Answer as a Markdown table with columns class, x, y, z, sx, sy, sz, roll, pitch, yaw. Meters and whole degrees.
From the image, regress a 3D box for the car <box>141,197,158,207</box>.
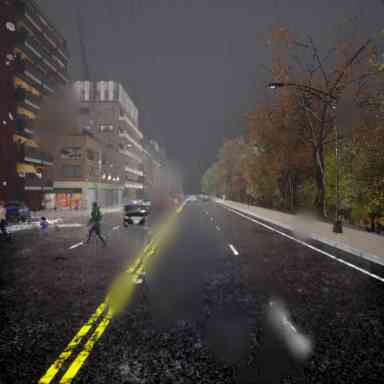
| class | x | y | z | sx | sy | sz | roll | pitch | yaw |
| --- | --- | --- | --- | --- | --- | --- | --- | --- | --- |
| car | -6.583 | 1.500 | 52.236 | 2.128 | 1.511 | 4.902 | 0 | 0 | 0 |

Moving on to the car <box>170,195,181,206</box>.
| class | x | y | z | sx | sy | sz | roll | pitch | yaw |
| --- | --- | --- | --- | --- | --- | --- | --- | --- | --- |
| car | -3.325 | 1.362 | 55.376 | 2.097 | 1.767 | 4.553 | 0 | 0 | 0 |

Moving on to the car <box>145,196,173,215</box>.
| class | x | y | z | sx | sy | sz | roll | pitch | yaw |
| --- | --- | --- | --- | --- | --- | --- | --- | --- | --- |
| car | -3.345 | 1.492 | 34.002 | 1.882 | 1.535 | 5.008 | 0 | 0 | 0 |

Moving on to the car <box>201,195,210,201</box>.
| class | x | y | z | sx | sy | sz | roll | pitch | yaw |
| --- | --- | --- | --- | --- | --- | --- | --- | --- | --- |
| car | 3.266 | 1.473 | 80.211 | 2.033 | 1.411 | 5.357 | 0 | 0 | 0 |

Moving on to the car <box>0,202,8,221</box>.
| class | x | y | z | sx | sy | sz | roll | pitch | yaw |
| --- | --- | --- | --- | --- | --- | --- | --- | --- | --- |
| car | -15.694 | 1.664 | 22.686 | 5.008 | 1.535 | 1.882 | -1 | 0 | 4 |

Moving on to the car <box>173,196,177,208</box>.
| class | x | y | z | sx | sy | sz | roll | pitch | yaw |
| --- | --- | --- | --- | --- | --- | --- | --- | --- | --- |
| car | -3.340 | 1.606 | 44.310 | 1.895 | 1.301 | 4.718 | 0 | 0 | 0 |

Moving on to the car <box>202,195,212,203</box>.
| class | x | y | z | sx | sy | sz | roll | pitch | yaw |
| --- | --- | --- | --- | --- | --- | --- | --- | --- | --- |
| car | 3.264 | 1.605 | 70.241 | 1.895 | 1.301 | 4.718 | 0 | 0 | 0 |

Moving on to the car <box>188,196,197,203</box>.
| class | x | y | z | sx | sy | sz | roll | pitch | yaw |
| --- | --- | --- | --- | --- | --- | --- | --- | --- | --- |
| car | 0.014 | 1.605 | 70.241 | 1.895 | 1.301 | 4.718 | 0 | 0 | 0 |

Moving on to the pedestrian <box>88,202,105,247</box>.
| class | x | y | z | sx | sy | sz | roll | pitch | yaw |
| --- | --- | --- | --- | --- | --- | --- | --- | --- | --- |
| pedestrian | -3.880 | 1.294 | 13.468 | 0.375 | 1.860 | 0.375 | 0 | 0 | 0 |

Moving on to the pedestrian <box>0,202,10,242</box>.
| class | x | y | z | sx | sy | sz | roll | pitch | yaw |
| --- | --- | --- | --- | --- | --- | --- | --- | --- | --- |
| pedestrian | -8.366 | 1.294 | 14.667 | 0.375 | 1.860 | 0.375 | 0 | 0 | 0 |

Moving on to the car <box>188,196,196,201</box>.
| class | x | y | z | sx | sy | sz | roll | pitch | yaw |
| --- | --- | --- | --- | --- | --- | --- | --- | --- | --- |
| car | 0.016 | 1.529 | 80.241 | 1.895 | 1.301 | 4.718 | 0 | 0 | 0 |

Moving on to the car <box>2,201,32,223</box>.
| class | x | y | z | sx | sy | sz | roll | pitch | yaw |
| --- | --- | --- | --- | --- | --- | --- | --- | --- | --- |
| car | -15.211 | 1.533 | 26.068 | 4.553 | 1.767 | 2.097 | -1 | 0 | -6 |

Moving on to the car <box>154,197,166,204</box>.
| class | x | y | z | sx | sy | sz | roll | pitch | yaw |
| --- | --- | --- | --- | --- | --- | --- | --- | --- | --- |
| car | -6.495 | 1.616 | 67.749 | 1.895 | 1.301 | 4.718 | 0 | 0 | 0 |

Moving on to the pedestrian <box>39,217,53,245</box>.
| class | x | y | z | sx | sy | sz | roll | pitch | yaw |
| --- | --- | --- | --- | --- | --- | --- | --- | --- | --- |
| pedestrian | -6.225 | 1.574 | 14.068 | 0.375 | 1.300 | 0.375 | 0 | 0 | 0 |

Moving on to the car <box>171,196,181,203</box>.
| class | x | y | z | sx | sy | sz | roll | pitch | yaw |
| --- | --- | --- | --- | --- | --- | --- | --- | --- | --- |
| car | -3.237 | 1.540 | 69.255 | 1.812 | 1.442 | 4.674 | 0 | 0 | 0 |

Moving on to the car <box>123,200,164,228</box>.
| class | x | y | z | sx | sy | sz | roll | pitch | yaw |
| --- | --- | --- | --- | --- | --- | --- | --- | --- | --- |
| car | -3.355 | 1.535 | 22.511 | 2.128 | 1.511 | 4.902 | 0 | 0 | 0 |
